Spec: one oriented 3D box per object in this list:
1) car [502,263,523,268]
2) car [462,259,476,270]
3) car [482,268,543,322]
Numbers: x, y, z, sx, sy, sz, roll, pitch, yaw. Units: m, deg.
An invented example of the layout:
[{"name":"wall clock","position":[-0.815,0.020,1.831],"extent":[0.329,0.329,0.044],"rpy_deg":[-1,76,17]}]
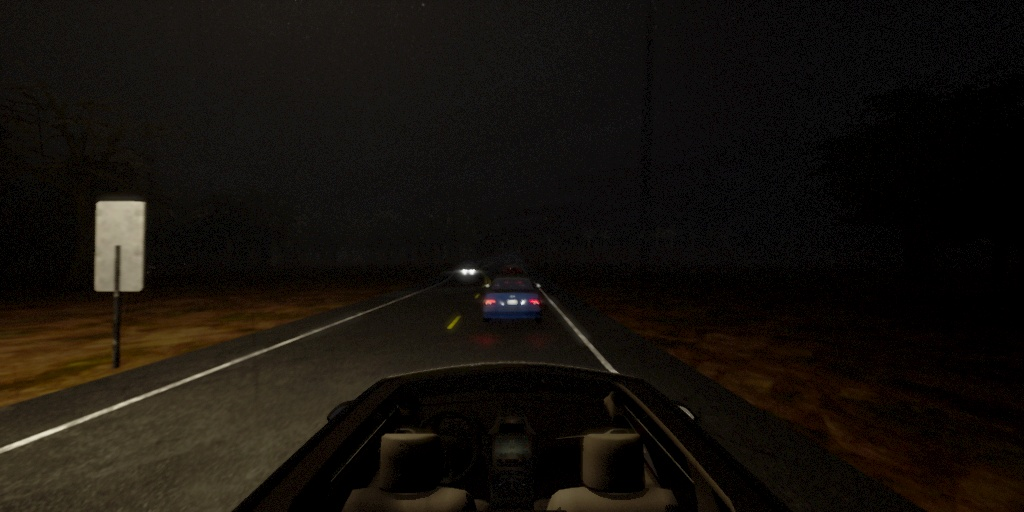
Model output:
[{"name":"car","position":[0.057,1.339,32.183],"extent":[1.812,1.442,4.674],"rpy_deg":[0,0,0]},{"name":"car","position":[-6.684,1.300,55.997],"extent":[2.128,1.511,4.902],"rpy_deg":[0,0,-4]},{"name":"car","position":[0.035,1.320,12.367],"extent":[2.033,1.411,5.357],"rpy_deg":[0,0,0]}]
